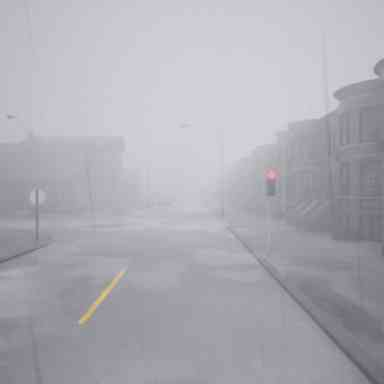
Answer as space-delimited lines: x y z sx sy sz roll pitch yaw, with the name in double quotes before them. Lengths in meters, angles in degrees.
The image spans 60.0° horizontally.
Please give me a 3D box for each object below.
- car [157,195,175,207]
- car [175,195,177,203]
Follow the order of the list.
"car" -4.045 1.429 49.485 2.033 1.411 5.357 0 0 0
"car" -3.956 1.323 65.857 1.882 1.535 5.008 0 0 0
